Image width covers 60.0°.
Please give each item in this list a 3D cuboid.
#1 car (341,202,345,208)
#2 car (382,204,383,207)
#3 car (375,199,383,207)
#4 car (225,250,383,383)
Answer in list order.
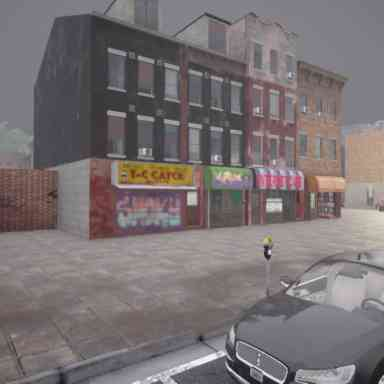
[{"bbox_3d":[16.756,1.471,42.153,1.895,1.301,4.718,0,0,-36],"label":"car"},{"bbox_3d":[22.807,1.490,33.805,2.033,1.411,5.357,0,0,-33],"label":"car"},{"bbox_3d":[23.799,1.167,37.424,2.150,2.045,5.566,0,0,-36],"label":"car"},{"bbox_3d":[2.410,1.552,4.519,4.403,1.369,2.008,0,0,-35],"label":"car"}]
